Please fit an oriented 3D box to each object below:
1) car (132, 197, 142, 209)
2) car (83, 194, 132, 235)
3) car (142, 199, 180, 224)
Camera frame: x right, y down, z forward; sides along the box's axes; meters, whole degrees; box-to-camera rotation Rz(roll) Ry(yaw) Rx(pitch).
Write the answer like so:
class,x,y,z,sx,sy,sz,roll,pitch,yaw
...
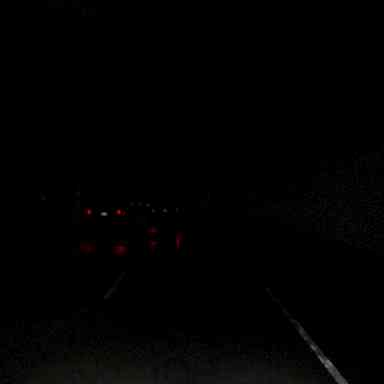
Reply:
class,x,y,z,sx,sy,sz,roll,pitch,yaw
car,-7.460,1.379,41.111,2.033,1.411,5.357,0,0,-22
car,-4.663,1.145,18.674,2.150,2.045,5.566,0,0,-9
car,-2.195,1.253,24.007,2.097,1.767,4.553,0,0,-12
